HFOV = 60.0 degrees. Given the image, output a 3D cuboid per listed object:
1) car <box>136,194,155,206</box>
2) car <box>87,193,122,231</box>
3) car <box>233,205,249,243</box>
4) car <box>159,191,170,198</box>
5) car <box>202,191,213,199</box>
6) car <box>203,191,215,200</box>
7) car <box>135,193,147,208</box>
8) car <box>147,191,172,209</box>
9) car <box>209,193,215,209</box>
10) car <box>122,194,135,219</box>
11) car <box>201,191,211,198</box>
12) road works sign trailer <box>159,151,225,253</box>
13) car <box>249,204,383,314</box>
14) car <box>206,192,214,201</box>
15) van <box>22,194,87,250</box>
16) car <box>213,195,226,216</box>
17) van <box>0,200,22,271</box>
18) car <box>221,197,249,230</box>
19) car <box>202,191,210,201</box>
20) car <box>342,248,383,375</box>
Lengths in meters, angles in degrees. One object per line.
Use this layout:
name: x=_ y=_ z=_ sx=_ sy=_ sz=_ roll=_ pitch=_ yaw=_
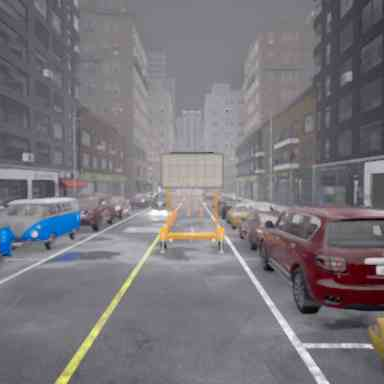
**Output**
car: x=-5.658 y=0.922 z=40.811 sx=1.802 sy=1.307 sz=4.206 roll=-1 pitch=1 yaw=0
car: x=-5.671 y=1.018 z=18.467 sx=2.192 sy=1.841 sz=5.009 roll=-1 pitch=1 yaw=0
car: x=2.862 y=1.375 z=12.882 sx=1.802 sy=1.307 sz=4.206 roll=-1 pitch=1 yaw=0
car: x=-5.646 y=0.419 z=68.735 sx=1.887 sy=1.381 sz=4.507 roll=-1 pitch=1 yaw=0
car: x=2.895 y=0.534 z=63.148 sx=1.947 sy=1.339 sz=4.313 roll=-1 pitch=1 yaw=0
car: x=2.892 y=0.585 z=57.732 sx=1.752 sy=1.417 sz=4.829 roll=-1 pitch=1 yaw=0
car: x=-5.662 y=0.872 z=35.223 sx=1.967 sy=1.590 sz=4.097 roll=-1 pitch=1 yaw=0
car: x=-3.079 y=0.933 z=34.604 sx=2.128 sy=1.511 sz=4.902 roll=0 pitch=1 yaw=0
car: x=2.873 y=1.088 z=29.637 sx=1.947 sy=1.339 sz=4.313 roll=-1 pitch=1 yaw=0
car: x=-5.667 y=1.053 z=24.054 sx=1.967 sy=1.590 sz=4.097 roll=-1 pitch=1 yaw=0
car: x=2.899 y=0.456 z=68.733 sx=1.802 sy=1.307 sz=4.206 roll=-1 pitch=1 yaw=0
road works sign trailer: x=0.012 y=0.260 z=12.698 sx=2.380 sy=3.560 sz=2.880 roll=0 pitch=1 yaw=0
car: x=2.855 y=1.197 z=7.292 sx=2.192 sy=1.841 sz=5.009 roll=-1 pitch=1 yaw=0
car: x=2.877 y=0.982 z=35.222 sx=2.008 sy=1.369 sz=4.403 roll=-1 pitch=1 yaw=0
van: x=-5.673 y=1.134 z=12.882 sx=1.690 sy=1.788 sz=3.998 roll=-1 pitch=1 yaw=0
car: x=2.869 y=1.178 z=24.052 sx=1.947 sy=1.339 sz=4.313 roll=-1 pitch=1 yaw=0
van: x=-5.676 y=1.223 z=7.297 sx=1.690 sy=1.788 sz=3.998 roll=-1 pitch=1 yaw=0
car: x=2.865 y=1.225 z=18.636 sx=1.752 sy=1.417 sz=4.829 roll=-1 pitch=1 yaw=0
car: x=2.888 y=0.707 z=51.977 sx=2.008 sy=1.369 sz=4.403 roll=-1 pitch=1 yaw=0
car: x=2.854 y=1.493 z=1.880 sx=1.752 sy=1.417 sz=4.829 roll=-1 pitch=1 yaw=0
